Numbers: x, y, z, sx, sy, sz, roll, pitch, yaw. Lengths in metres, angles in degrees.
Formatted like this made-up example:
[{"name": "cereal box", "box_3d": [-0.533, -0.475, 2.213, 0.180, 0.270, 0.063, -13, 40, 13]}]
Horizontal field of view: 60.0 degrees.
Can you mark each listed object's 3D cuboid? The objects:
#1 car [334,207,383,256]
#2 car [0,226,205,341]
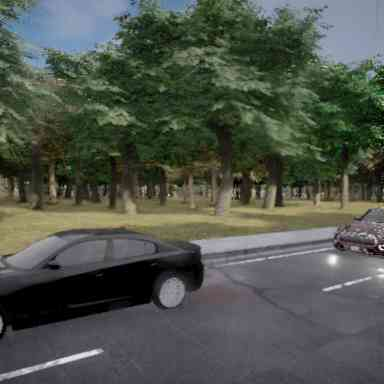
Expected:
[{"name": "car", "box_3d": [7.515, 1.383, 12.754, 4.553, 1.767, 2.097, 0, 0, -34]}, {"name": "car", "box_3d": [-2.072, 1.438, 6.190, 5.008, 1.535, 1.882, 1, 0, -35]}]
